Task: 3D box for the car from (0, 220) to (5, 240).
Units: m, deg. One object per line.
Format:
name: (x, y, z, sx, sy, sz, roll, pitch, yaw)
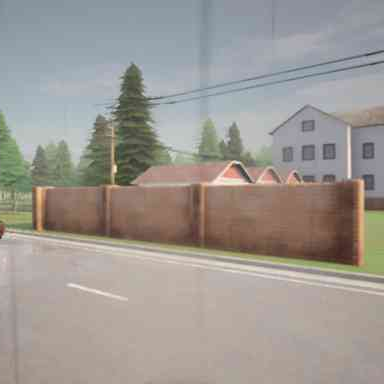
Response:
car: (-10.779, 1.592, 15.992, 4.674, 1.442, 1.812, 0, 0, 36)
